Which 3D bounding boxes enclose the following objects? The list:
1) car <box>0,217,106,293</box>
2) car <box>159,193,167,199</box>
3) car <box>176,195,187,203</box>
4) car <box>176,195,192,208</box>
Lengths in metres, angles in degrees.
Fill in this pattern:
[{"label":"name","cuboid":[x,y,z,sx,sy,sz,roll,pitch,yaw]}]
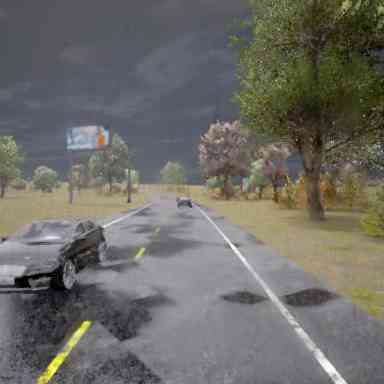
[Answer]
[{"label":"car","cuboid":[-3.670,1.461,8.934,2.128,1.511,4.902,0,0,-1]},{"label":"car","cuboid":[-7.408,1.110,85.910,1.812,1.442,4.674,0,0,-5]},{"label":"car","cuboid":[-2.103,1.308,63.982,1.895,1.301,4.718,0,0,-4]},{"label":"car","cuboid":[-1.031,1.331,45.175,1.812,1.442,4.674,0,0,-3]}]
